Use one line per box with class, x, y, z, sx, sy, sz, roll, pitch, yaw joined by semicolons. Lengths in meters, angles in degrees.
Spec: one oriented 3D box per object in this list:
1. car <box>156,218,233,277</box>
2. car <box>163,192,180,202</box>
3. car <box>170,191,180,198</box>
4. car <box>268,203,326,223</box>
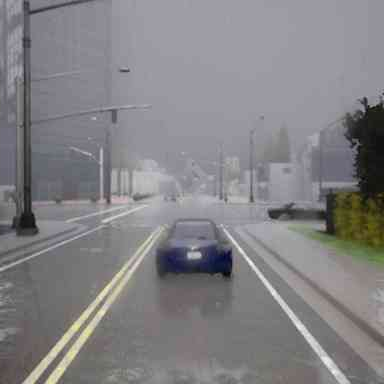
car;0.064;1.448;9.912;1.994;1.385;4.181;0;1;0
car;-3.554;0.862;54.293;2.128;1.511;4.902;0;1;0
car;-3.492;0.544;70.118;1.895;1.301;4.718;0;1;0
car;7.360;1.347;21.611;4.718;1.301;1.895;0;1;11
